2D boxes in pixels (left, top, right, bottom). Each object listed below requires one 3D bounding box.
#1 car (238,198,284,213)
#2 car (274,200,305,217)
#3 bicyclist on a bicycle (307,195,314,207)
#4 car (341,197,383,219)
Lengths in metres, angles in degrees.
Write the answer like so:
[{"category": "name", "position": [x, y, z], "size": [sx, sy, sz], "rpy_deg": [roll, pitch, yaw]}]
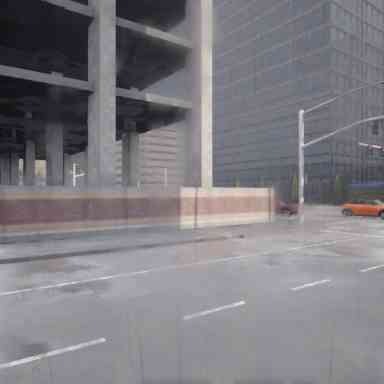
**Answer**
[{"category": "car", "position": [7.756, 1.490, 37.842], "size": [2.128, 1.511, 4.902], "rpy_deg": [0, 0, -36]}, {"category": "car", "position": [8.190, 1.477, 31.285], "size": [1.882, 1.535, 5.008], "rpy_deg": [0, 0, -36]}, {"category": "bicyclist on a bicycle", "position": [16.514, 1.301, 46.176], "size": [1.656, 1.620, 0.582], "rpy_deg": [0, 0, -36]}, {"category": "car", "position": [15.226, 1.352, 28.154], "size": [2.097, 1.767, 4.553], "rpy_deg": [0, 0, -41]}]
